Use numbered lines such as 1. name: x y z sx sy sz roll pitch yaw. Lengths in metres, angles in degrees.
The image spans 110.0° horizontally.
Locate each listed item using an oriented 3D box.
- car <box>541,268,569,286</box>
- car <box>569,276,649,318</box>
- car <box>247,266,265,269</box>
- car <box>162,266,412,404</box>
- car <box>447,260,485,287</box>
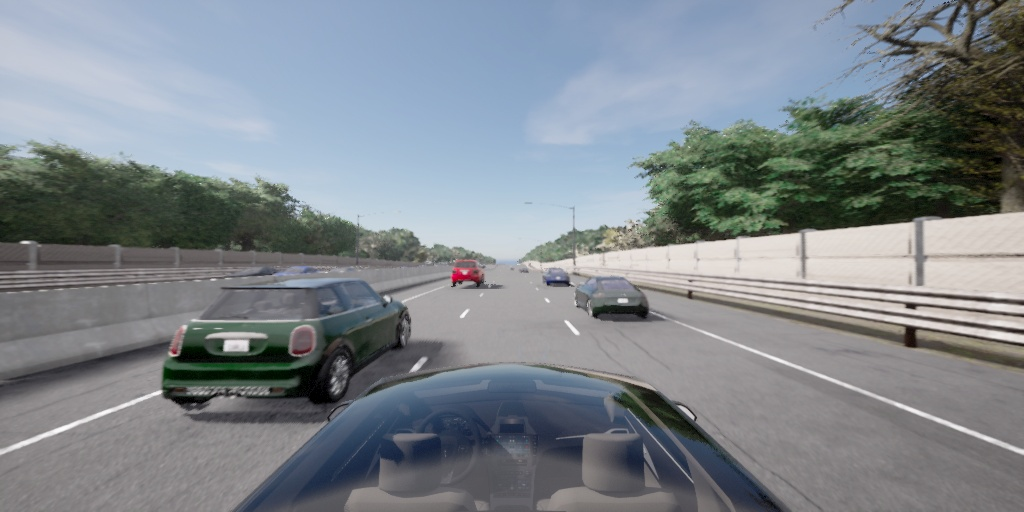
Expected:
1. car: 3.604 1.709 29.946 1.994 1.385 4.181 0 -1 0
2. car: 3.602 1.449 13.647 1.994 1.385 4.181 0 -1 0
3. car: -21.089 1.618 29.722 1.882 1.535 5.008 0 -1 0
4. car: -3.400 1.150 6.550 2.097 1.767 4.553 0 -1 0
5. car: -3.396 1.341 28.457 2.150 2.045 5.566 0 -1 0
